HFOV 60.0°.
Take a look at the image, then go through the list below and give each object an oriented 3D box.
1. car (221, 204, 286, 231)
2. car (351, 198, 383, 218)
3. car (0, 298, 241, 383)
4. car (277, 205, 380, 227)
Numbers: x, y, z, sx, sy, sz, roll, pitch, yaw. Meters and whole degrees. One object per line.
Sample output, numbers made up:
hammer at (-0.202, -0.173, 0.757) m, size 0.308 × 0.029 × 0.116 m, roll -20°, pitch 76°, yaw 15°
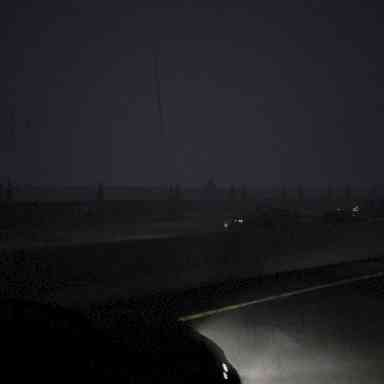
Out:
car at (3.929, 1.445, 18.223) m, size 4.902 × 1.511 × 2.128 m, roll 0°, pitch 0°, yaw -27°
car at (13.849, 1.292, 26.461) m, size 4.553 × 1.767 × 2.097 m, roll 0°, pitch 0°, yaw -20°
car at (-1.589, 1.556, 2.427) m, size 4.181 × 1.385 × 1.994 m, roll 0°, pitch 0°, yaw -35°
car at (6.390, 1.527, 15.549) m, size 4.181 × 1.385 × 1.994 m, roll 0°, pitch 0°, yaw -27°
